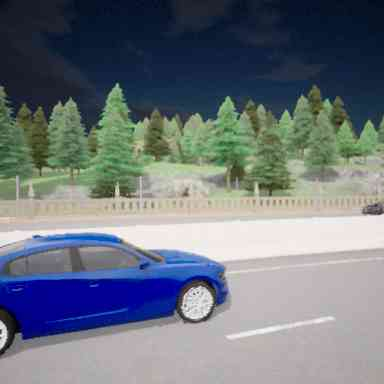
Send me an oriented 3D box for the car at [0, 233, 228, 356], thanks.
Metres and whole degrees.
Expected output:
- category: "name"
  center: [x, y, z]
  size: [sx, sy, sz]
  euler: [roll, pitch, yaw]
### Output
- category: "car"
  center: [-1.758, 1.453, 5.736]
  size: [5.008, 1.535, 1.882]
  euler: [0, 0, -24]
